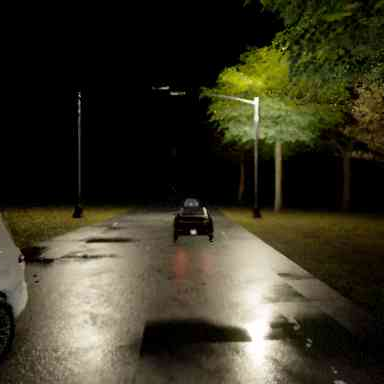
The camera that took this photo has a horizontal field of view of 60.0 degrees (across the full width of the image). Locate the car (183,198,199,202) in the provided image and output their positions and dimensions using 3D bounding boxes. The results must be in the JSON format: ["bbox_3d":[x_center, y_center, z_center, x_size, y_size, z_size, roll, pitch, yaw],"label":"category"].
[{"bbox_3d":[-0.098,1.402,38.475,2.033,1.411,5.357,0,0,-1],"label":"car"}]

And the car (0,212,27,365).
[{"bbox_3d":[-3.507,1.223,2.652,2.150,2.045,5.566,0,0,0],"label":"car"}]

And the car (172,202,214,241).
[{"bbox_3d":[0.056,1.486,16.538,2.128,1.511,4.902,0,0,0],"label":"car"}]
